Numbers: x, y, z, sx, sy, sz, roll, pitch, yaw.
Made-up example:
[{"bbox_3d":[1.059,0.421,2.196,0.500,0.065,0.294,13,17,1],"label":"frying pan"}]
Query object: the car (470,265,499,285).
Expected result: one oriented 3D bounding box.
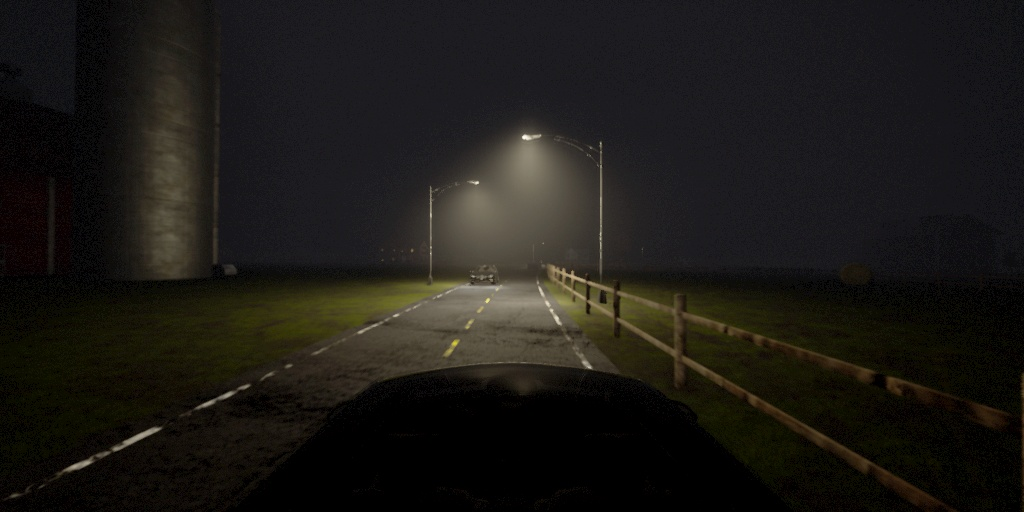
[{"bbox_3d":[-2.086,1.448,28.222,1.837,1.490,4.892,0,-1,3],"label":"car"}]
